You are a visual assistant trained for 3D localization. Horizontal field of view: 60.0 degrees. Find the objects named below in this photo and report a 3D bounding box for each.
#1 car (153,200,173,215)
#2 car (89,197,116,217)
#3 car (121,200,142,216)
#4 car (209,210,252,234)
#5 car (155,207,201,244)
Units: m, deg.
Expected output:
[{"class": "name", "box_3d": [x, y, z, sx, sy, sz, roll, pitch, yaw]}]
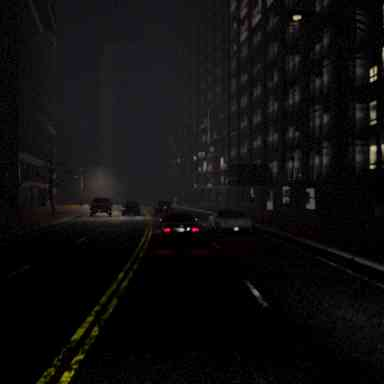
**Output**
[{"class": "car", "box_3d": [-3.216, 1.687, 37.004, 2.097, 1.767, 4.553, 0, 0, -10]}, {"class": "car", "box_3d": [-9.931, 1.584, 36.736, 2.150, 2.045, 5.566, 0, -1, -10]}, {"class": "car", "box_3d": [-6.622, 1.698, 36.503, 2.097, 1.767, 4.553, 0, 0, -10]}, {"class": "car", "box_3d": [2.254, 1.779, 20.731, 1.895, 1.301, 4.718, 0, 0, -5]}, {"class": "car", "box_3d": [-0.660, 1.701, 16.833, 2.033, 1.411, 5.357, 0, 0, -5]}]
